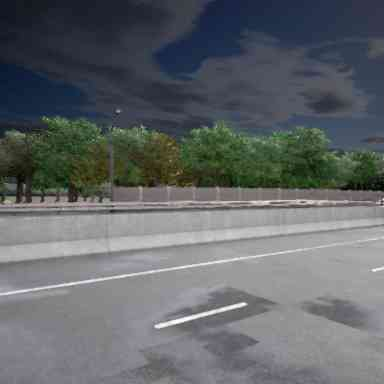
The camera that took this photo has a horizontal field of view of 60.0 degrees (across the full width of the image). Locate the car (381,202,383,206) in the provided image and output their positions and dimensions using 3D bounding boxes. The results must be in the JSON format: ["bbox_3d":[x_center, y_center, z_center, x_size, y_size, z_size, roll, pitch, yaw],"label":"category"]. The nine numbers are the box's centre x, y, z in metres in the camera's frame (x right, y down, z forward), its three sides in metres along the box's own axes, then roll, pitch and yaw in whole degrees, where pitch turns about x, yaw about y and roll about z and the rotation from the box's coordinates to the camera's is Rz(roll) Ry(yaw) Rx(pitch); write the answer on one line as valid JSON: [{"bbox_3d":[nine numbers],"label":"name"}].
[{"bbox_3d":[35.882,1.930,59.560,4.553,1.767,2.097,1,0,-35],"label":"car"}]
